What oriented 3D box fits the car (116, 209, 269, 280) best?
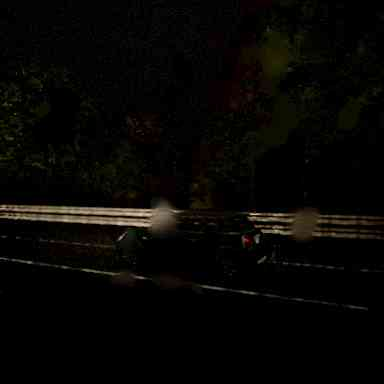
[{"bbox_3d":[-0.091,1.361,10.136,4.553,1.767,2.097,0,0,26],"label":"car"}]
